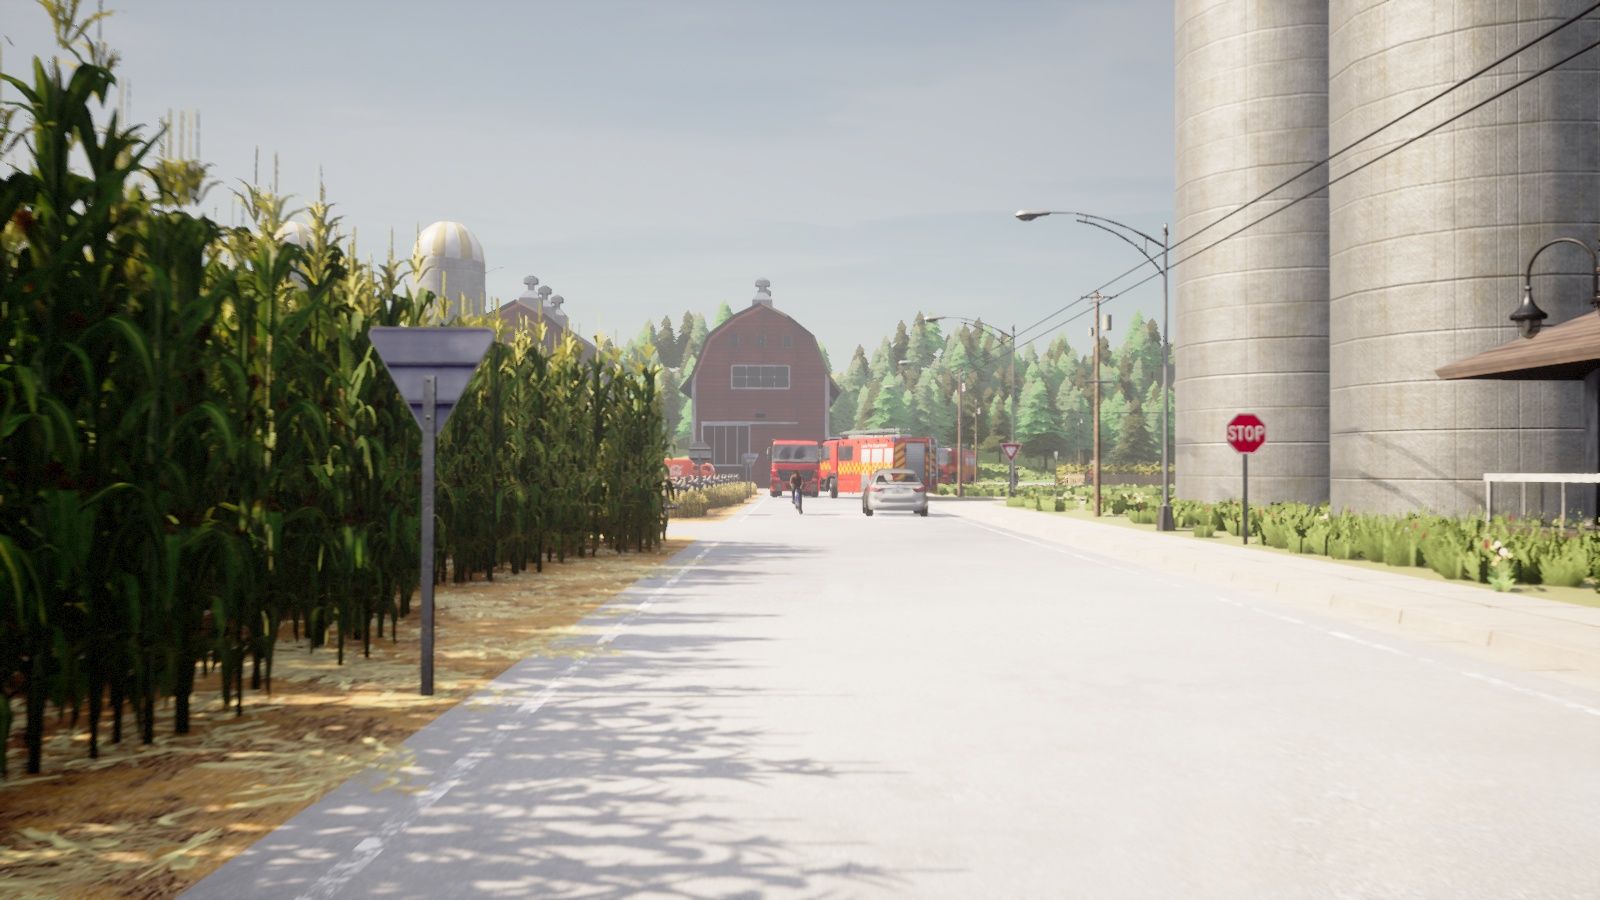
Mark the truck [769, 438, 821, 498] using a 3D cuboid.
[{"bbox_3d":[-0.394,1.113,76.825,2.891,3.462,7.936,0,-1,-2],"label":"truck"}]

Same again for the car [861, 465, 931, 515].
[{"bbox_3d":[3.380,1.400,45.090,2.242,1.667,4.611,0,-1,1],"label":"car"}]

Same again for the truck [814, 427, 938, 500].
[{"bbox_3d":[4.090,0.806,70.148,2.891,3.827,8.468,0,-1,-28],"label":"truck"}]

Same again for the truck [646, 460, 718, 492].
[{"bbox_3d":[-9.081,1.982,96.900,5.204,2.467,2.627,0,-1,2],"label":"truck"}]
